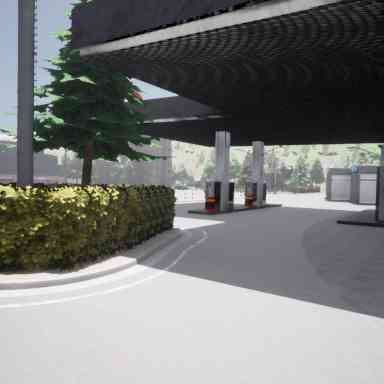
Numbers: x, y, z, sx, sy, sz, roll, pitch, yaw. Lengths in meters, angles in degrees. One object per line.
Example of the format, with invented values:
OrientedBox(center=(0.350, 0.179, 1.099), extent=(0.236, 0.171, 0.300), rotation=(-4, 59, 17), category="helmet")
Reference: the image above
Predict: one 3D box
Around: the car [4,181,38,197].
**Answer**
OrientedBox(center=(-21.836, -0.463, 42.376), extent=(4.605, 1.855, 1.932), rotation=(2, 2, 35), category="car")

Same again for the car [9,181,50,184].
OrientedBox(center=(-17.290, -0.178, 35.168), extent=(3.866, 1.878, 1.905), rotation=(2, 2, 35), category="car")

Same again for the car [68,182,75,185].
OrientedBox(center=(-25.562, -1.284, 68.009), extent=(4.605, 1.855, 1.932), rotation=(2, 2, 35), category="car")

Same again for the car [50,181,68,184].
OrientedBox(center=(-26.895, -1.257, 65.394), extent=(3.866, 1.878, 1.905), rotation=(2, 2, 35), category="car")
